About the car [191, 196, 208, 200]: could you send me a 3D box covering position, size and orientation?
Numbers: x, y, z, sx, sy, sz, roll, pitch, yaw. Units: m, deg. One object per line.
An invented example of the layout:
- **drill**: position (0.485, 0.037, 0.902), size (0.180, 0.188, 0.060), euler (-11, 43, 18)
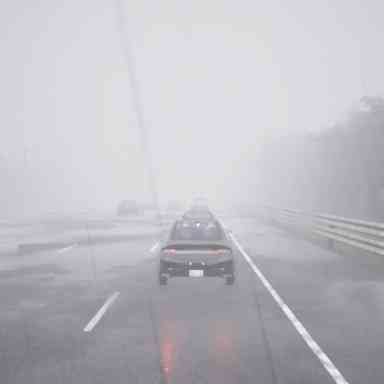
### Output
- **car**: position (1.069, 1.570, 45.471), size (2.150, 2.045, 5.566), euler (0, 0, 1)

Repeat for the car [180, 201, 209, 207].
- **car**: position (0.502, 1.661, 24.556), size (2.033, 1.411, 5.357), euler (0, -1, 2)

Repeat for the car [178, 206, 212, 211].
- **car**: position (0.341, 1.662, 18.271), size (1.895, 1.301, 4.718), euler (0, 0, 2)

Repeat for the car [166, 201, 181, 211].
- **car**: position (-2.441, 1.868, 45.037), size (2.033, 1.411, 5.357), euler (0, -1, 1)

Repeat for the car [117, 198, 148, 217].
- **car**: position (-6.167, 1.529, 33.838), size (2.097, 1.767, 4.553), euler (0, -1, 1)

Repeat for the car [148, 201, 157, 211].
- **car**: position (-5.940, 1.906, 45.445), size (1.895, 1.301, 4.718), euler (0, -1, 1)

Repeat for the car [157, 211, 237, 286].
- **car**: position (0.138, 1.509, 9.444), size (2.128, 1.511, 4.902), euler (0, 0, 1)
